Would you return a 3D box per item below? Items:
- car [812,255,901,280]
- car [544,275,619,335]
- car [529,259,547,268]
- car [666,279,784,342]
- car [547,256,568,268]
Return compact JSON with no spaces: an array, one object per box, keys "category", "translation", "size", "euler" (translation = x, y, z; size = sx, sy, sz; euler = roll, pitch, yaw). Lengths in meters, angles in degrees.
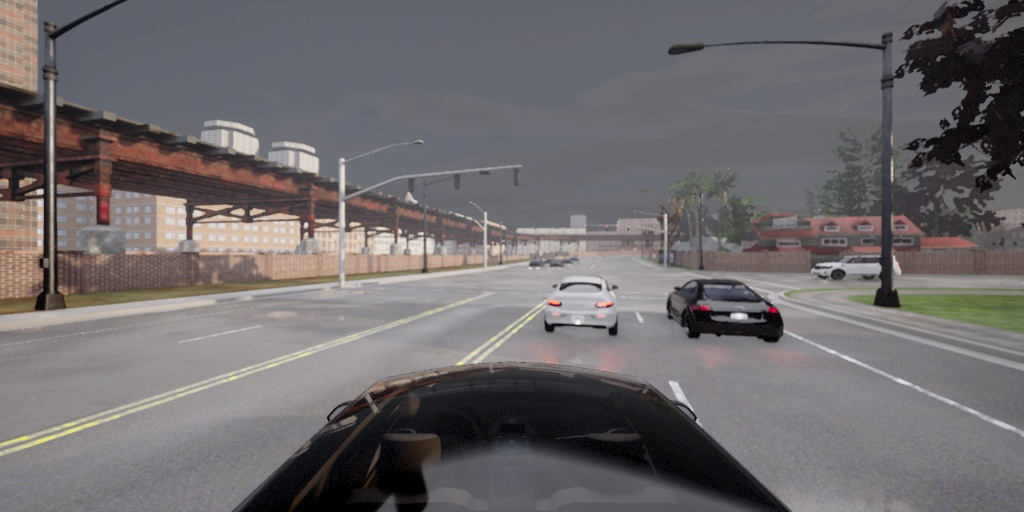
[{"category":"car","translation":[28.577,0.968,29.893],"size":[5.566,2.045,2.150],"euler":[0,0,13]},{"category":"car","translation":[2.098,1.274,10.511],"size":[1.812,1.442,4.674],"euler":[0,0,14]},{"category":"car","translation":[4.231,1.150,59.943],"size":[2.033,1.411,5.357],"euler":[0,1,15]},{"category":"car","translation":[5.578,1.312,9.924],"size":[1.994,1.385,4.181],"euler":[0,0,15]},{"category":"car","translation":[7.337,1.175,58.018],"size":[1.994,1.385,4.181],"euler":[0,1,15]}]
